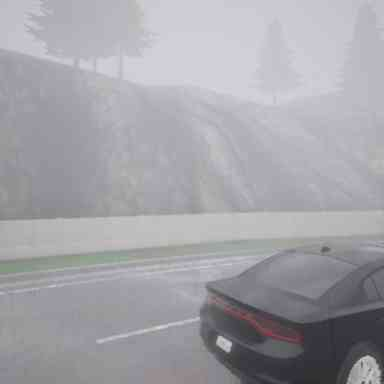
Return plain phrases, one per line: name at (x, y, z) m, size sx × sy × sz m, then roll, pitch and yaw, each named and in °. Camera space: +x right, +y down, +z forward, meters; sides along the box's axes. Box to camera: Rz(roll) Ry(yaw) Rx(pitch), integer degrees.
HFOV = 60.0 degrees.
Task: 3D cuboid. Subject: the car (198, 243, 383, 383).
car at (2.496, 1.500, 4.826) m, size 5.008 × 1.535 × 1.882 m, roll 0°, pitch 0°, yaw -30°
